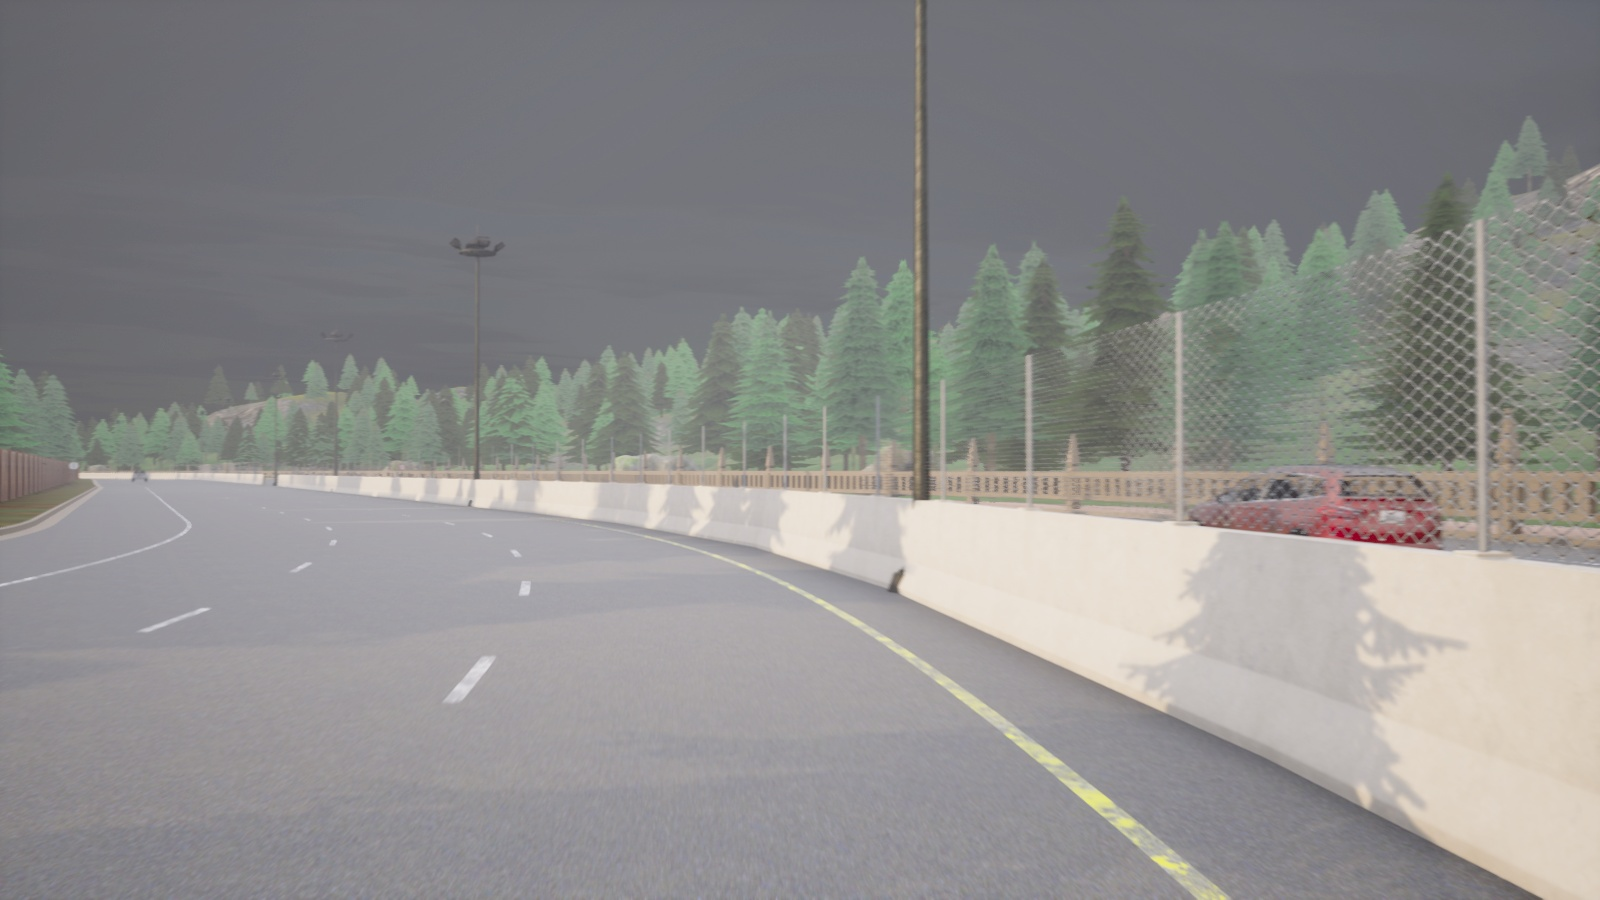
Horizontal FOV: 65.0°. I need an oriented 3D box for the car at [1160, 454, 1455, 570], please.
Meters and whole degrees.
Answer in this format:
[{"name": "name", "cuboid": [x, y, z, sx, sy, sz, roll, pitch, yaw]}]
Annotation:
[{"name": "car", "cuboid": [8.077, 0.936, 20.557, 2.242, 1.667, 4.611, 0, -1, -12]}]
